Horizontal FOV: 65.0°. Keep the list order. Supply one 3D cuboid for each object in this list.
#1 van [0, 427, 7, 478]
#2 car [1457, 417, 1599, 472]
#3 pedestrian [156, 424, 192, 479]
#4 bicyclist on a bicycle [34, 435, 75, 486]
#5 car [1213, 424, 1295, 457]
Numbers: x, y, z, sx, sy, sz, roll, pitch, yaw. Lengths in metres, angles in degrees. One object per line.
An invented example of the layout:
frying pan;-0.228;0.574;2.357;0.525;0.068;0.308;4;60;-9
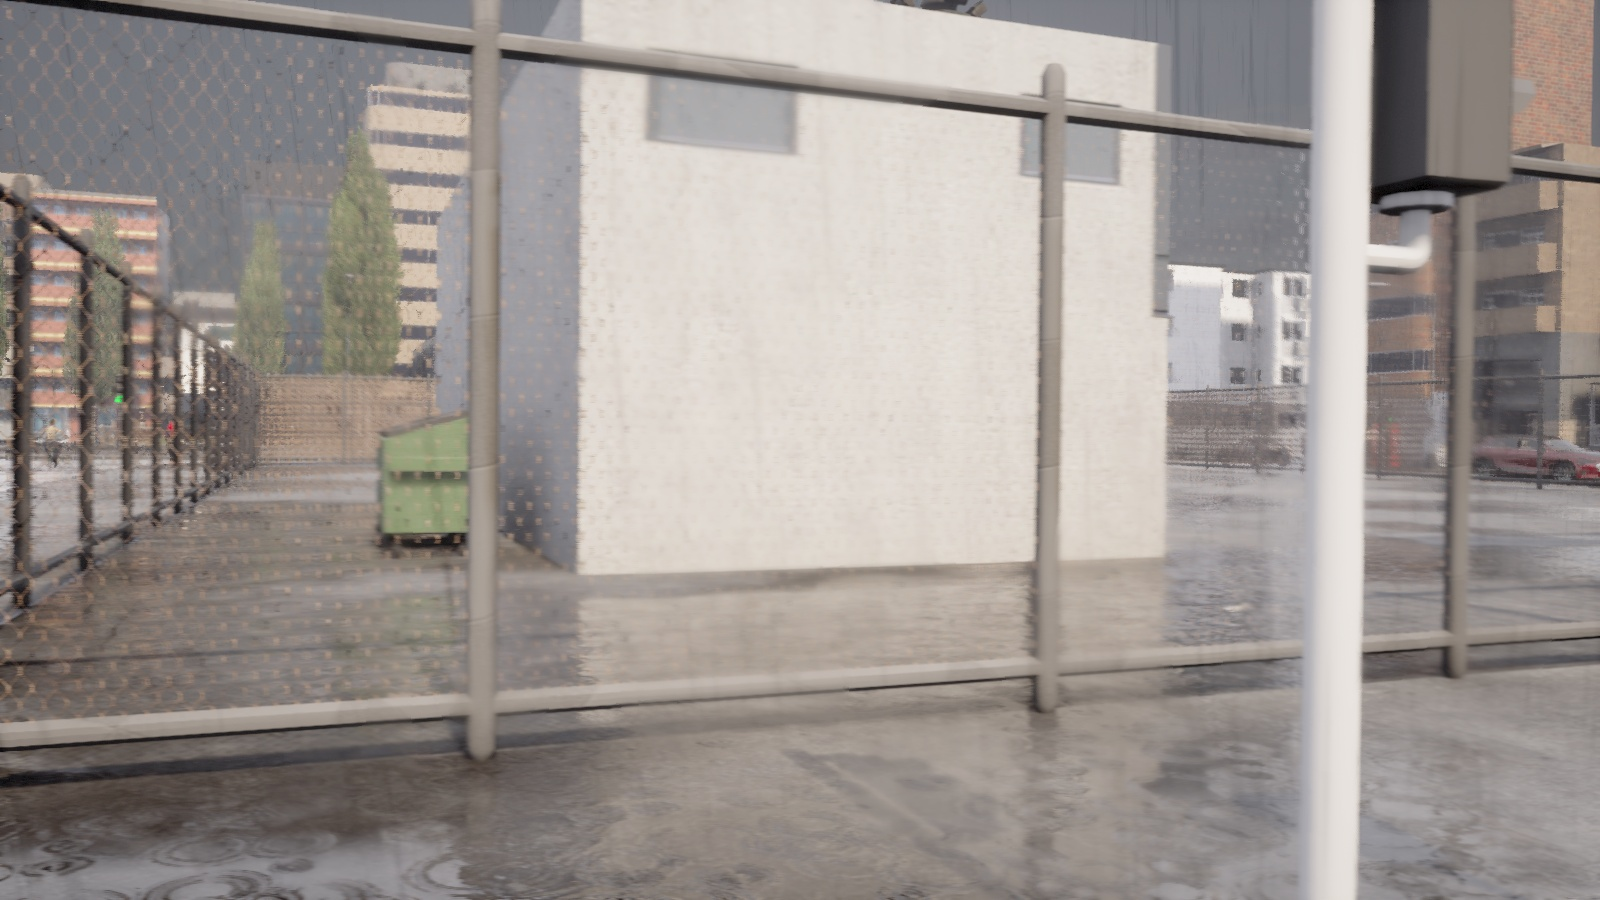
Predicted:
van;-33.104;0.127;47.996;4.442;1.987;1.775;-1;1;1
car;24.231;-0.212;40.985;2.033;1.649;4.856;-1;1;-20
pedestrian;-21.322;0.040;42.784;0.634;1.844;0.899;0;1;44
bicyclist on a bicycle;-24.188;0.332;40.752;0.866;1.612;1.509;-1;1;-21
car;21.644;-0.460;59.982;1.970;1.475;3.806;-1;1;-12
